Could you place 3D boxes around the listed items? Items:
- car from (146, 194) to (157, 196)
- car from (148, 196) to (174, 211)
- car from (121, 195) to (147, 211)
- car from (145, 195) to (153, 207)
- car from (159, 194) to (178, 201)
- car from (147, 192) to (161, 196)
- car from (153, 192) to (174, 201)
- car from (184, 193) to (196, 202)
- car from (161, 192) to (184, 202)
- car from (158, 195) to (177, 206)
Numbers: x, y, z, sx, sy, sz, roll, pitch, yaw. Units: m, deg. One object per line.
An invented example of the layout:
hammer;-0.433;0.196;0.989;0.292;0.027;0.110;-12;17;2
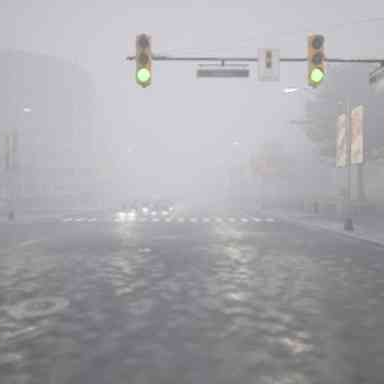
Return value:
car;-7.798;1.474;58.949;1.812;1.442;4.674;0;0;-10
car;-3.622;1.512;39.983;2.033;1.411;5.357;0;0;0
car;-7.118;1.457;39.512;2.128;1.511;4.902;0;0;0
car;-7.128;1.558;48.781;1.895;1.301;4.718;0;0;0
car;-4.285;1.512;59.268;1.994;1.385;4.181;0;0;-10
car;-9.671;1.106;78.391;2.150;2.045;5.566;0;0;-43
car;-6.944;1.095;80.586;2.150;2.045;5.566;0;0;-43
car;-1.218;1.162;71.766;2.150;2.045;5.566;0;0;-29
car;-4.262;1.294;70.063;2.097;1.767;4.553;0;0;-29
car;-3.629;1.521;49.199;1.994;1.385;4.181;0;0;0
